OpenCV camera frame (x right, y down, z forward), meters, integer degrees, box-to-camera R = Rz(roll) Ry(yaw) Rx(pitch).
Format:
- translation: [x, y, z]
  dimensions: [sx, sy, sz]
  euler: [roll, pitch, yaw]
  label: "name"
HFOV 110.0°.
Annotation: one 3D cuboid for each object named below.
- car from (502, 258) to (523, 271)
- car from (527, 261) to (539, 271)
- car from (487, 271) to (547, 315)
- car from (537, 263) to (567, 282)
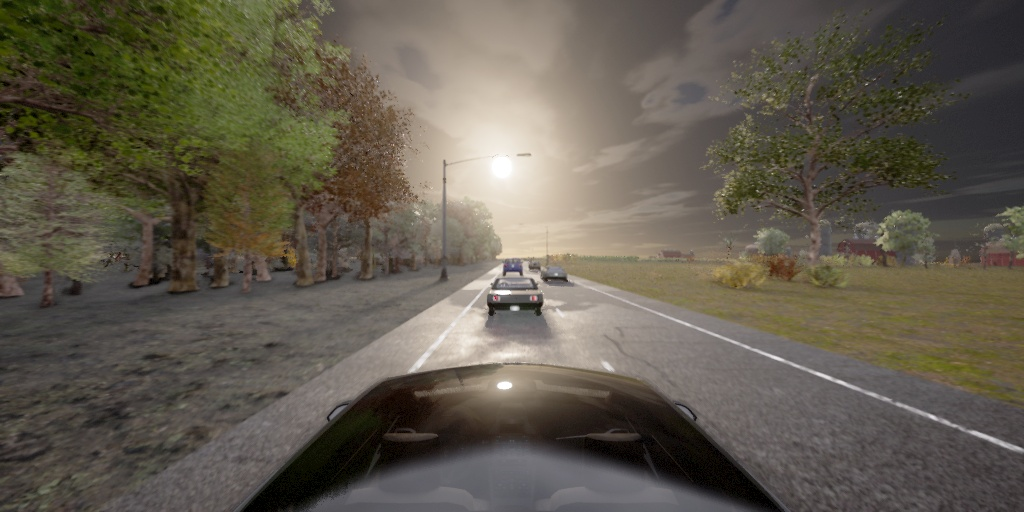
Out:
- translation: [0.094, 1.189, 40.836]
  dimensions: [2.150, 2.045, 5.566]
  euler: [0, 0, 0]
  label: "car"
- translation: [3.591, 1.561, 58.139]
  dimensions: [1.837, 1.490, 4.892]
  euler: [0, 0, 0]
  label: "car"
- translation: [0.099, 1.423, 13.862]
  dimensions: [1.895, 1.301, 4.718]
  euler: [0, 0, 0]
  label: "car"
- translation: [3.596, 1.481, 31.231]
  dimensions: [1.994, 1.385, 4.181]
  euler: [0, 0, 0]
  label: "car"
